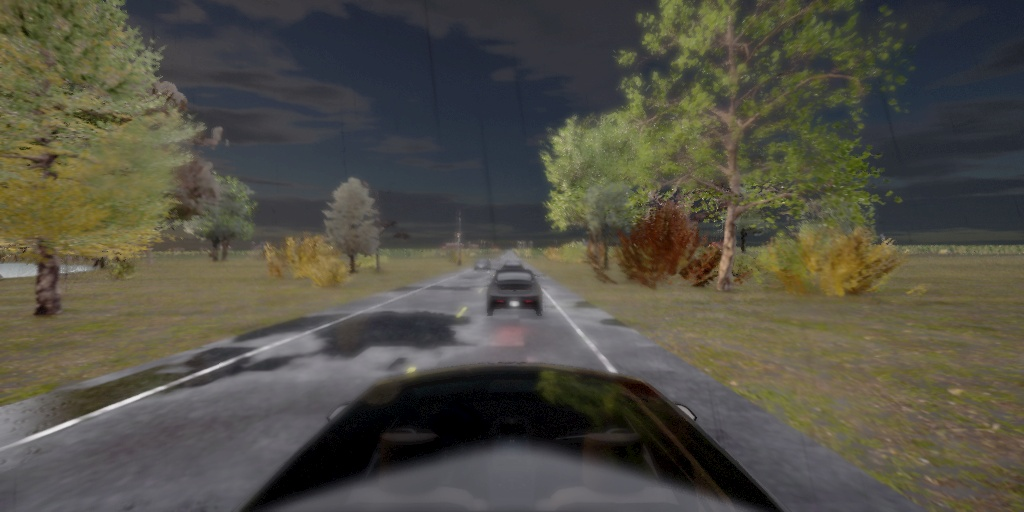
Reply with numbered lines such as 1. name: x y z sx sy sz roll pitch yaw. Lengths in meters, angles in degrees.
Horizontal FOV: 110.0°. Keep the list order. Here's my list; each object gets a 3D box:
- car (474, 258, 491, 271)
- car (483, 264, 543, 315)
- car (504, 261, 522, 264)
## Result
1. car: -3.580 1.037 44.324 2.128 1.511 4.902 0 0 0
2. car: 0.088 1.206 13.308 1.837 1.490 4.892 0 0 0
3. car: 0.093 1.122 29.113 2.128 1.511 4.902 0 0 0
